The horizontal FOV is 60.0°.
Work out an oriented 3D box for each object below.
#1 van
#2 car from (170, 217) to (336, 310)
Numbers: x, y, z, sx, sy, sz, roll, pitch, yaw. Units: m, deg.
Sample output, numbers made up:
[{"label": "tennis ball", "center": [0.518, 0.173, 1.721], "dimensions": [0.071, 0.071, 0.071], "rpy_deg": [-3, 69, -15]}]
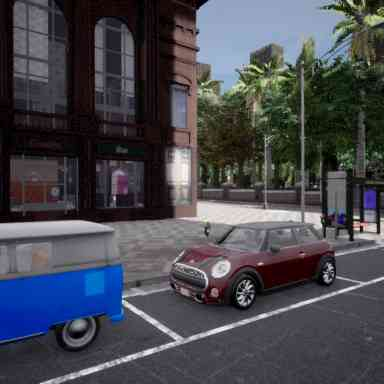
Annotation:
[{"label": "van", "center": [-2.941, 1.341, 4.557], "dimensions": [3.998, 1.788, 1.690], "rpy_deg": [0, 0, -36]}, {"label": "car", "center": [1.475, 1.439, 7.710], "dimensions": [4.097, 1.590, 1.967], "rpy_deg": [0, 0, -36]}]
